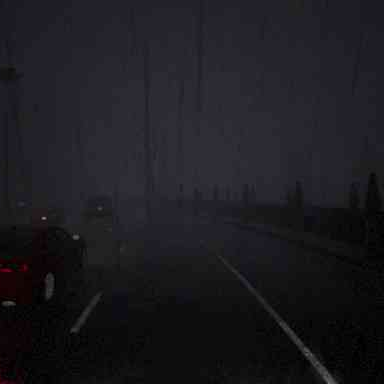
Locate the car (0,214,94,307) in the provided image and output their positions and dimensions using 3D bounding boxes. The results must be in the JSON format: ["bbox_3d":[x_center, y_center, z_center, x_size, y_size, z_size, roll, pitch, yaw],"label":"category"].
[{"bbox_3d":[-3.976,1.529,8.141,1.882,1.535,5.008,0,0,-5],"label":"car"}]

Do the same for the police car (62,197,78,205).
[{"bbox_3d":[-25.765,1.934,69.926,1.930,1.638,5.238,0,0,-42],"label":"police car"}]

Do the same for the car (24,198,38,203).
[{"bbox_3d":[-39.439,2.077,81.427,4.181,1.385,1.994,-1,0,38],"label":"car"}]

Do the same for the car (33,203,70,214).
[{"bbox_3d":[-10.348,1.737,24.078,1.994,1.385,4.181,0,0,-14],"label":"car"}]

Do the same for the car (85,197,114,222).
[{"bbox_3d":[-7.713,1.400,27.805,2.150,2.045,5.566,0,0,-16],"label":"car"}]
